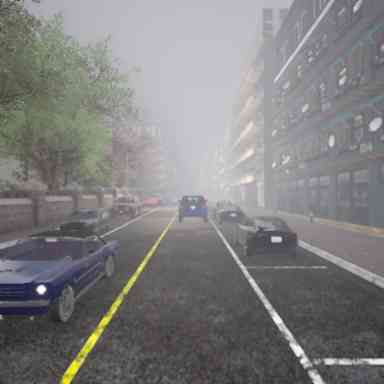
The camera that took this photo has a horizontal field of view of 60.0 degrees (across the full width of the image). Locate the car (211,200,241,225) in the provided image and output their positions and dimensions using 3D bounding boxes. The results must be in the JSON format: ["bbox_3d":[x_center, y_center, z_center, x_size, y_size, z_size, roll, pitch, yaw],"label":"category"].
[{"bbox_3d":[2.689,1.536,23.746,1.947,1.339,4.313,1,0,0],"label":"car"}]

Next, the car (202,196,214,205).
[{"bbox_3d":[2.671,1.455,57.056,1.752,1.417,4.829,1,0,0],"label":"car"}]

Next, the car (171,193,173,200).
[{"bbox_3d":[-5.702,1.477,73.452,1.947,1.339,4.313,1,0,0],"label":"car"}]

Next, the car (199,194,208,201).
[{"bbox_3d":[2.630,1.345,78.979,1.967,1.590,4.097,1,0,0],"label":"car"}]

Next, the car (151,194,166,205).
[{"bbox_3d":[-5.702,1.252,51.358,2.192,1.841,5.009,1,0,0],"label":"car"}]

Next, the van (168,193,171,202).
[{"bbox_3d":[-5.720,1.258,67.928,1.690,1.788,3.998,1,0,0],"label":"van"}]

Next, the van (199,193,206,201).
[{"bbox_3d":[2.626,1.240,84.502,1.690,1.788,3.998,1,0,0],"label":"van"}]

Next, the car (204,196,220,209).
[{"bbox_3d":[2.679,1.383,45.840,1.967,1.590,4.097,1,0,0],"label":"car"}]

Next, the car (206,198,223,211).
[{"bbox_3d":[2.680,1.475,40.486,1.752,1.417,4.829,1,0,0],"label":"car"}]

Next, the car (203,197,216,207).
[{"bbox_3d":[2.673,1.519,51.363,1.802,1.307,4.206,1,0,0],"label":"car"}]

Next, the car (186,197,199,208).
[{"bbox_3d":[0.073,1.468,46.907,1.812,1.442,4.674,0,0,0],"label":"car"}]

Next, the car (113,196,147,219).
[{"bbox_3d":[-5.689,1.278,29.265,2.192,1.841,5.009,1,0,0],"label":"car"}]

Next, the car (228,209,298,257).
[{"bbox_3d":[2.694,1.550,12.698,1.947,1.339,4.313,1,0,0],"label":"car"}]

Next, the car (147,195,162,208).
[{"bbox_3d":[-5.703,1.488,45.835,1.887,1.381,4.507,1,0,0],"label":"car"}]

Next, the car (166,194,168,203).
[{"bbox_3d":[-5.709,1.475,56.882,1.887,1.381,4.507,1,0,0],"label":"car"}]

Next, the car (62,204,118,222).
[{"bbox_3d":[-5.688,1.543,18.218,1.947,1.339,4.313,1,0,0],"label":"car"}]

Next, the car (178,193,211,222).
[{"bbox_3d":[0.073,1.190,26.146,2.150,2.045,5.566,0,0,0],"label":"car"}]

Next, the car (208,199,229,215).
[{"bbox_3d":[2.683,1.501,34.792,1.887,1.381,4.507,1,0,0],"label":"car"}]

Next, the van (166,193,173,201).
[{"bbox_3d":[-5.687,1.239,84.500,1.690,1.788,3.998,1,0,0],"label":"van"}]

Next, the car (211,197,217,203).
[{"bbox_3d":[2.688,1.404,29.269,1.967,1.590,4.097,1,0,0],"label":"car"}]

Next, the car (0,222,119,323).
[{"bbox_3d":[-3.034,1.592,7.291,1.895,1.301,4.718,0,0,0],"label":"car"}]
